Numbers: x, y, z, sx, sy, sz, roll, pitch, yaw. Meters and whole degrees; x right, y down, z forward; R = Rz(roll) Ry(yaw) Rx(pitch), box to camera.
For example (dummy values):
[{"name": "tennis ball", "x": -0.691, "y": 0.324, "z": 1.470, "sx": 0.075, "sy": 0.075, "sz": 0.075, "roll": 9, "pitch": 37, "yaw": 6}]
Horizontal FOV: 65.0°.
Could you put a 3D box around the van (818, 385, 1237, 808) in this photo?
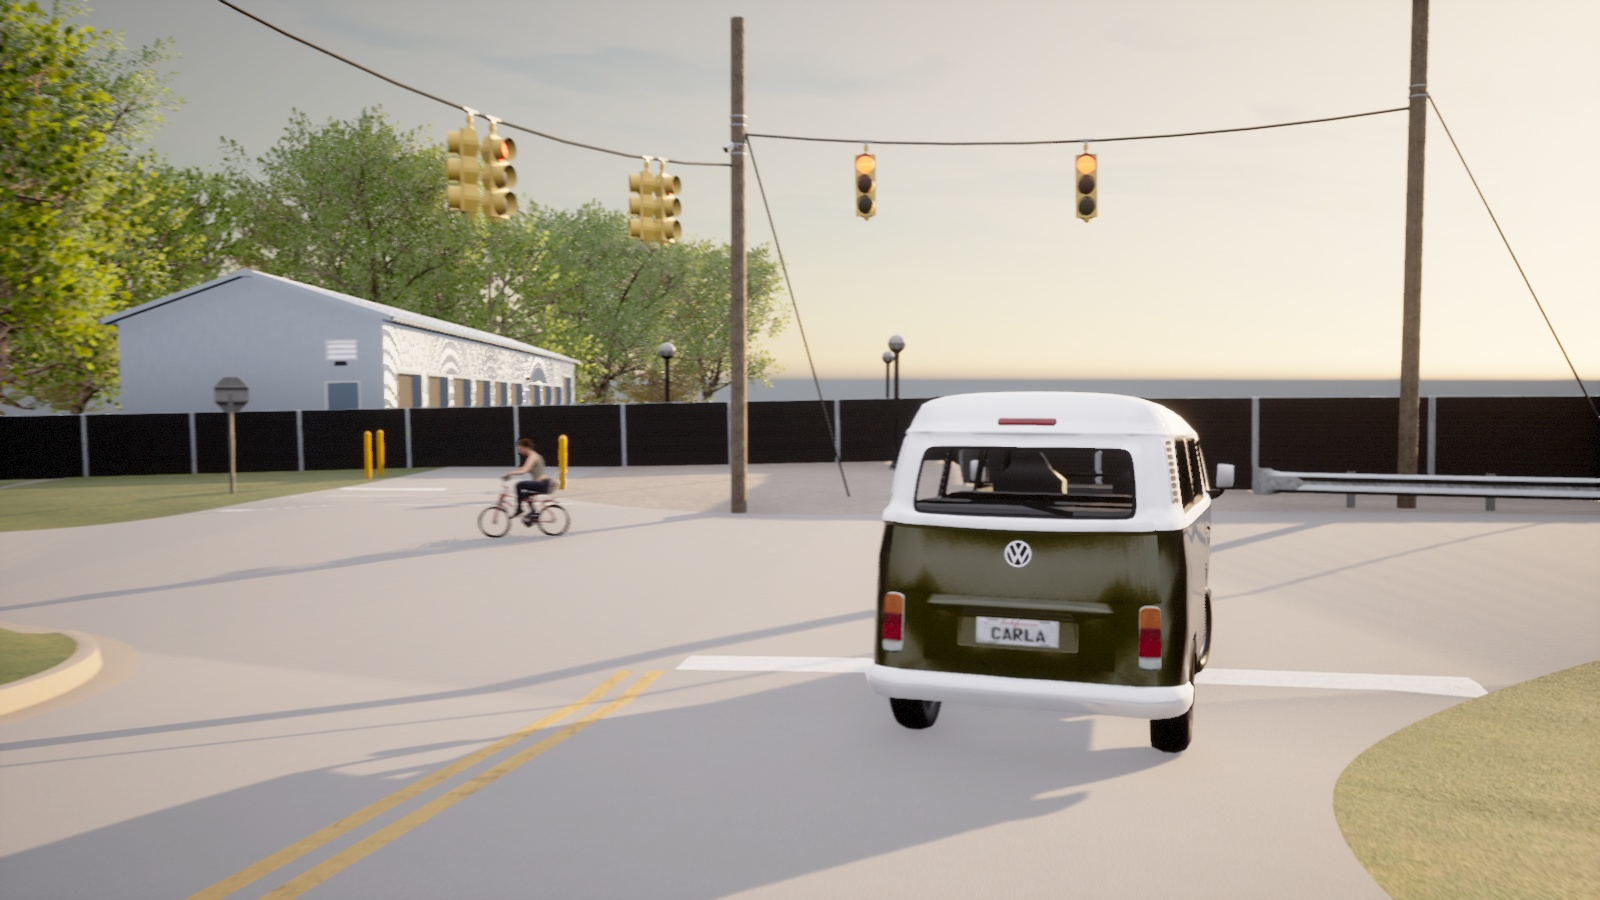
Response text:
[{"name": "van", "x": 1.829, "y": 0.663, "z": 8.497, "sx": 2.069, "sy": 2.038, "sz": 4.480, "roll": 1, "pitch": 1, "yaw": 19}]

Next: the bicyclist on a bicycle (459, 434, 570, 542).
[{"name": "bicyclist on a bicycle", "x": -4.586, "y": 0.601, "z": 20.238, "sx": 1.509, "sy": 1.612, "sz": 0.866, "roll": -2, "pitch": 4, "yaw": 1}]
